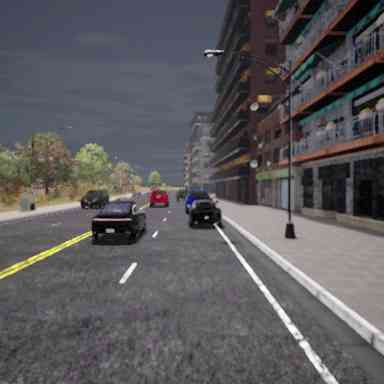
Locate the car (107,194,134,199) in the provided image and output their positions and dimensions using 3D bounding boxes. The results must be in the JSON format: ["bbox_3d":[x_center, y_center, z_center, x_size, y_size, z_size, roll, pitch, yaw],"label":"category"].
[{"bbox_3d":[-7.215,1.160,34.844,1.895,1.301,4.718,0,1,-2],"label":"car"}]

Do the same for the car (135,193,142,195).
[{"bbox_3d":[-12.613,0.460,77.237,2.033,1.411,5.357,0,1,-4],"label":"car"}]

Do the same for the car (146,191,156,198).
[{"bbox_3d":[-9.225,0.579,75.385,2.128,1.511,4.902,0,1,-4],"label":"car"}]

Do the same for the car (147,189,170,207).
[{"bbox_3d":[-3.994,0.700,41.308,2.150,2.045,5.566,0,1,-2],"label":"car"}]

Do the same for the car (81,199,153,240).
[{"bbox_3d":[-3.296,1.291,15.649,2.128,1.511,4.902,0,1,-1],"label":"car"}]

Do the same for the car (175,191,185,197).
[{"bbox_3d":[-2.895,0.443,78.245,2.128,1.511,4.902,0,1,-4],"label":"car"}]

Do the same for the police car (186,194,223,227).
[{"bbox_3d":[0.747,1.158,20.704,1.930,1.638,5.238,0,1,-1],"label":"police car"}]

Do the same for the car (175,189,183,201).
[{"bbox_3d":[-1.543,0.512,56.775,2.150,2.045,5.566,0,1,-3],"label":"car"}]

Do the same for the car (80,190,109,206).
[{"bbox_3d":[-10.522,0.763,36.581,2.150,2.045,5.566,0,0,-2],"label":"car"}]

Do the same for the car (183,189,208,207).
[{"bbox_3d":[0.497,0.833,30.671,2.150,2.045,5.566,0,1,-2],"label":"car"}]
